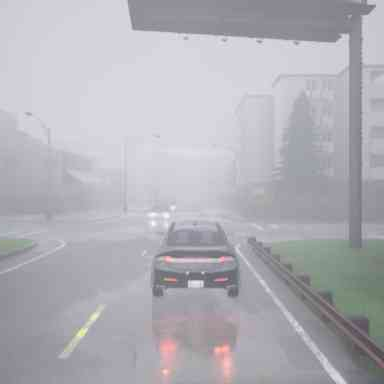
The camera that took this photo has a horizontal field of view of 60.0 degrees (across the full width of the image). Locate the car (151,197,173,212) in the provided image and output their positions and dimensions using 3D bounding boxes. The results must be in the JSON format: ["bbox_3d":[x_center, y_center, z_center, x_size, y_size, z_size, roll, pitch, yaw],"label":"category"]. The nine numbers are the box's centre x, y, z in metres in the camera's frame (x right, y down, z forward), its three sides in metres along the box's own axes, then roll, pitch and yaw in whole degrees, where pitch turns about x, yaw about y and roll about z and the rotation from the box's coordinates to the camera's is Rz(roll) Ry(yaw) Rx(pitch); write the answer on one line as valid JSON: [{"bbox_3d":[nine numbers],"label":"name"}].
[{"bbox_3d":[-3.595,1.562,38.414,1.895,1.301,4.718,0,0,0],"label":"car"}]

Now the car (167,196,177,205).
[{"bbox_3d":[-3.569,1.435,55.445,2.128,1.511,4.902,0,0,0],"label":"car"}]

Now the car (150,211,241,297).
[{"bbox_3d":[0.080,1.483,8.556,2.128,1.511,4.902,0,0,0],"label":"car"}]
